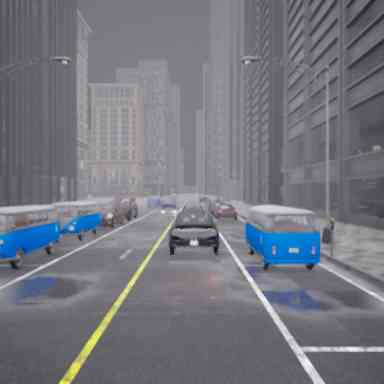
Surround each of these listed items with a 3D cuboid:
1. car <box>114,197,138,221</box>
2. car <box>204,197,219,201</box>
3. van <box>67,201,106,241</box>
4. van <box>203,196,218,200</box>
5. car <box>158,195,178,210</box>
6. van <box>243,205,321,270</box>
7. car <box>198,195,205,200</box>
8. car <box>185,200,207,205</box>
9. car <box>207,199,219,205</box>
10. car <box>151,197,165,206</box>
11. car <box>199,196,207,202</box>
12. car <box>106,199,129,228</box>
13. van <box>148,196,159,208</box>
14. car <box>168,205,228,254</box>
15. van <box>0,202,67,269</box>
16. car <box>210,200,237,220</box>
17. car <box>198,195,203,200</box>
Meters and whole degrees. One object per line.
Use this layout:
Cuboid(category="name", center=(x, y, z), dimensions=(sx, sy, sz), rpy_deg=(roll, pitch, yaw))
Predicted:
Cuboid(category="car", center=(-5.760, 1.360, 27.791), dimensions=(2.192, 1.841, 5.009), rpy_deg=(0, 0, 0))
Cuboid(category="car", center=(2.769, 1.628, 39.074), dimensions=(1.947, 1.339, 4.313), rpy_deg=(0, 0, 0))
Cuboid(category="van", center=(-5.762, 1.368, 16.509), dimensions=(1.690, 1.788, 3.998), rpy_deg=(0, 0, 0))
Cuboid(category="van", center=(2.770, 1.412, 44.715), dimensions=(1.690, 1.788, 3.998), rpy_deg=(0, 0, 0))
Cuboid(category="car", center=(-3.078, 1.549, 45.403), dimensions=(1.882, 1.535, 5.008), rpy_deg=(0, 0, 0))
Cuboid(category="van", center=(2.762, 1.359, 10.871), dimensions=(1.690, 1.788, 3.998), rpy_deg=(0, 0, 0))
Cuboid(category="car", center=(2.784, 1.659, 95.651), dimensions=(1.752, 1.417, 4.829), rpy_deg=(0, 0, 0))
Cuboid(category="car", center=(0.090, 1.648, 29.324), dimensions=(1.895, 1.301, 4.718), rpy_deg=(0, 0, 0))
Cuboid(category="car", center=(2.768, 1.635, 33.433), dimensions=(1.802, 1.307, 4.206), rpy_deg=(0, 0, 0))
Cuboid(category="car", center=(-5.752, 1.632, 55.995), dimensions=(1.887, 1.381, 4.507), rpy_deg=(0, 0, 0))
Cuboid(category="car", center=(2.781, 1.690, 84.199), dimensions=(1.947, 1.339, 4.313), rpy_deg=(0, 0, 0))
Cuboid(category="car", center=(-5.761, 1.476, 22.150), dimensions=(1.967, 1.590, 4.097), rpy_deg=(0, 0, 0))
Cuboid(category="van", center=(-5.754, 1.420, 50.355), dimensions=(1.690, 1.788, 3.998), rpy_deg=(0, 0, 0))
Cuboid(category="car", center=(0.081, 1.514, 13.644), dimensions=(2.128, 1.511, 4.902), rpy_deg=(0, 0, 0))
Cuboid(category="van", center=(-5.764, 1.359, 10.868), dimensions=(1.690, 1.788, 3.998), rpy_deg=(0, 0, 0))
Cuboid(category="car", center=(2.767, 1.626, 27.793), dimensions=(1.802, 1.307, 4.206), rpy_deg=(0, 0, 0))
Cuboid(category="car", center=(2.372, 1.610, 69.014), dimensions=(1.837, 1.490, 4.892), rpy_deg=(0, 0, 0))
